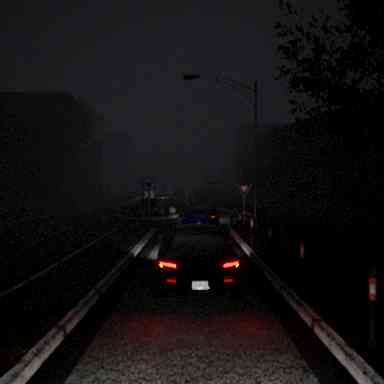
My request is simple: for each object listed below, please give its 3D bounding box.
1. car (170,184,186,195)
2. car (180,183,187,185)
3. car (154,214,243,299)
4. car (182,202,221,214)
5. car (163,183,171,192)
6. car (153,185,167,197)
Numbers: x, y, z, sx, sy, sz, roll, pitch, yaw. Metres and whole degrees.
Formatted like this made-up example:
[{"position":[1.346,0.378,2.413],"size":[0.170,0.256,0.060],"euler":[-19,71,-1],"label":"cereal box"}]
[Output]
[{"position":[-2.251,-0.165,58.111],"size":[1.895,1.301,4.718],"euler":[0,3,0],"label":"car"},{"position":[-2.441,-1.689,87.633],"size":[1.882,1.535,5.008],"euler":[0,2,0],"label":"car"},{"position":[0.098,1.508,8.300],"size":[1.812,1.442,4.674],"euler":[0,0,-1],"label":"car"},{"position":[0.544,1.303,18.477],"size":[1.882,1.535,5.008],"euler":[0,2,5],"label":"car"},{"position":[-5.381,-0.994,68.714],"size":[2.097,1.767,4.553],"euler":[0,3,0],"label":"car"},{"position":[-5.416,0.031,52.893],"size":[1.812,1.442,4.674],"euler":[0,3,0],"label":"car"}]
